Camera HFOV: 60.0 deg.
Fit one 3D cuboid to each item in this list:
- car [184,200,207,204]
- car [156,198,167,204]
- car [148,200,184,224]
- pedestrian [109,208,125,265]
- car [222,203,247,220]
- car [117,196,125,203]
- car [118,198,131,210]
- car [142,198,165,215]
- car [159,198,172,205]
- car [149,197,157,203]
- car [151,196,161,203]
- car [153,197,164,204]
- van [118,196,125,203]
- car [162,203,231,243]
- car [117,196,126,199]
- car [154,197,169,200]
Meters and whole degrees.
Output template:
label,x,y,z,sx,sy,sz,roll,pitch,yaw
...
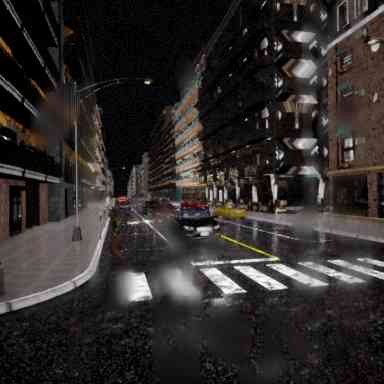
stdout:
label,x,y,z,sx,sy,sz,roll,pitch,yaw
car,0.775,1.703,39.789,1.887,1.381,4.507,-1,0,-13
car,-6.708,1.972,72.927,2.008,1.369,4.403,-1,0,-13
car,-2.178,1.667,26.579,1.812,1.442,4.674,-1,0,-13
pedestrian,-2.411,1.384,10.571,0.375,1.860,0.375,-1,0,-13
car,3.231,1.604,28.911,1.752,1.417,4.829,-1,0,-13
car,-19.879,2.028,93.192,2.192,1.841,5.009,-1,0,-13
car,-9.897,1.929,49.007,1.802,1.307,4.206,-1,0,-13
car,-4.452,1.719,36.699,1.837,1.490,4.892,-1,0,-13
car,-5.461,1.928,67.404,2.008,1.369,4.403,-1,0,-13
car,-10.450,2.141,89.495,1.802,1.307,4.206,-1,0,-13
car,-9.204,1.952,83.972,1.967,1.590,4.097,-1,0,-13
car,-7.956,2.010,78.451,1.887,1.381,4.507,-1,0,-13
van,-18.631,2.001,87.671,1.690,1.788,3.998,-1,0,-13
car,0.023,1.569,16.822,2.128,1.511,4.902,-1,0,-13
car,-14.890,1.838,71.102,2.192,1.841,5.009,-1,0,-13
car,-4.217,1.802,50.127,1.812,1.442,4.674,-1,-1,-13
